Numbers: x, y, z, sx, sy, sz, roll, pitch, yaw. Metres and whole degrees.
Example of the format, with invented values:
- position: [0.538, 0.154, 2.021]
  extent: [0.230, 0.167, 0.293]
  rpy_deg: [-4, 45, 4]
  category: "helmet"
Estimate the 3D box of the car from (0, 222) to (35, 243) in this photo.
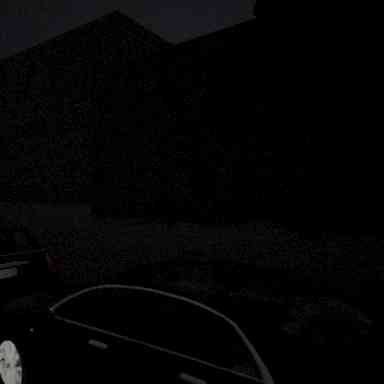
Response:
- position: [-4.754, 1.356, 6.707]
  extent: [4.553, 1.767, 2.185]
  rpy_deg: [0, -1, 35]
  category: "car"

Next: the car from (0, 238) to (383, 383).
- position: [-0.254, 1.483, 3.497]
  extent: [4.892, 1.521, 2.231]
  rpy_deg: [0, 0, 36]
  category: "car"
